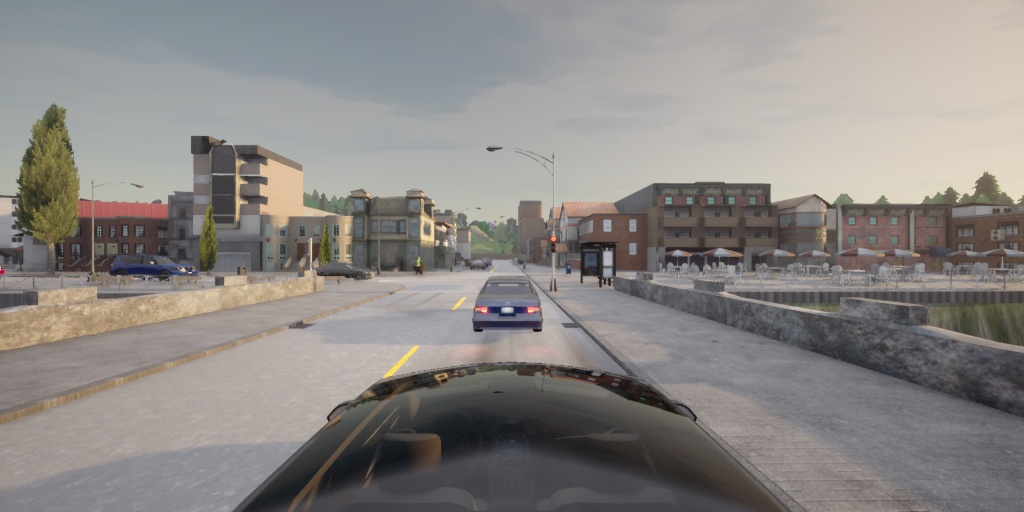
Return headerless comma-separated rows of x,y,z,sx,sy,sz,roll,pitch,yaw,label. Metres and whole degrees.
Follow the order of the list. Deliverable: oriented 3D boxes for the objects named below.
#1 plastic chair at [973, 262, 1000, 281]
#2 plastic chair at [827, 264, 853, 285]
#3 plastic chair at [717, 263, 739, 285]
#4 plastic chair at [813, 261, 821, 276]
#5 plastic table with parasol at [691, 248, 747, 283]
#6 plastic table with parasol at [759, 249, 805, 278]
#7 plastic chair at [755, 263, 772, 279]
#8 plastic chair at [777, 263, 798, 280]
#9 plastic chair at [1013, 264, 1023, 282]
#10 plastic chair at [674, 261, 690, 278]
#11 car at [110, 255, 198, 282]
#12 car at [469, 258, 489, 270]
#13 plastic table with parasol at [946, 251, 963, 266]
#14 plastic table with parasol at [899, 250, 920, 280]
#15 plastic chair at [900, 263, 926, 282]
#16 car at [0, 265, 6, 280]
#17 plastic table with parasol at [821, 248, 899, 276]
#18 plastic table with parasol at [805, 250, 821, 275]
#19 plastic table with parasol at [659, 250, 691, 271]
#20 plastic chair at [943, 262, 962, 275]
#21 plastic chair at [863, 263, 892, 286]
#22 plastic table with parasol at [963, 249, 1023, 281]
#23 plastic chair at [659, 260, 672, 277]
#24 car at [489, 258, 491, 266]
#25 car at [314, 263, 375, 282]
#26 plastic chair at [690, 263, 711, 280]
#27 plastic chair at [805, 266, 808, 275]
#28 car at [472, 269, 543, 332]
36.238,1.279,27.395,0.730,1.272,0.750,0,0,-1,plastic chair
22.222,1.279,24.282,0.730,1.272,0.750,0,0,-1,plastic chair
14.621,1.279,24.266,0.750,1.272,0.730,0,0,-1,plastic chair
29.375,1.279,33.893,0.750,1.272,0.730,0,0,-1,plastic chair
14.772,0.675,25.528,2.482,2.480,2.482,0,0,-1,plastic table with parasol
22.427,0.675,30.436,2.482,2.480,2.482,0,0,-1,plastic table with parasol
21.227,1.279,30.468,0.730,1.272,0.750,0,0,-1,plastic chair
22.348,1.279,29.085,0.750,1.272,0.730,0,0,-1,plastic chair
37.397,1.279,26.015,0.750,1.272,0.730,0,0,-1,plastic chair
15.301,1.279,32.077,0.750,1.272,0.730,0,0,-1,plastic chair
-28.224,0.962,28.355,5.566,2.045,2.150,1,0,0,car
-4.912,1.276,52.433,1.812,1.442,4.674,0,0,1,car
46.137,0.675,36.530,2.482,2.480,2.482,0,0,-1,plastic table with parasol
30.073,0.675,28.183,2.482,2.480,2.482,0,0,-1,plastic table with parasol
30.082,1.279,26.903,0.750,1.272,0.730,0,0,-1,plastic chair
-43.658,0.974,28.141,5.566,2.045,2.150,0,0,-1,car
23.422,0.675,24.251,2.482,2.480,2.482,0,0,-1,plastic table with parasol
29.684,0.675,35.268,2.482,2.480,2.482,0,0,-1,plastic table with parasol
15.402,0.675,33.359,2.482,2.480,2.482,0,0,-1,plastic table with parasol
44.935,1.279,36.632,0.730,1.272,0.750,0,0,-1,plastic chair
23.343,1.279,22.899,0.750,1.272,0.730,0,0,-1,plastic chair
37.367,0.675,27.325,2.482,2.480,2.482,0,0,-1,plastic table with parasol
14.180,1.279,33.460,0.730,1.272,0.750,0,0,-1,plastic chair
-5.033,1.228,61.671,1.882,1.535,5.008,0,0,-1,car
-13.381,1.276,28.558,4.674,1.442,1.812,0,0,-1,car
13.500,1.279,25.649,0.730,1.272,0.750,0,0,-1,plastic chair
28.254,1.279,35.276,0.730,1.272,0.750,0,0,-1,plastic chair
-0.113,1.297,10.810,2.033,1.411,5.357,0,0,0,car
